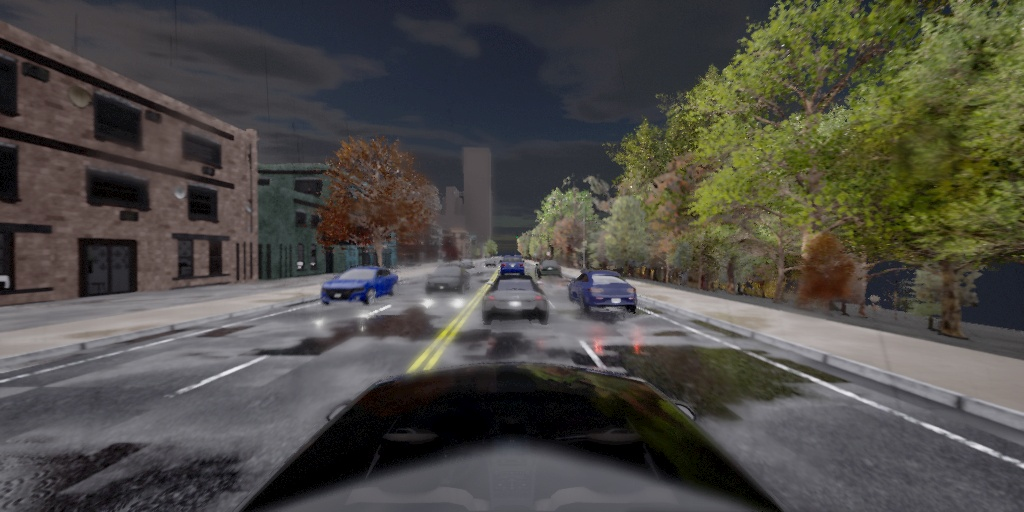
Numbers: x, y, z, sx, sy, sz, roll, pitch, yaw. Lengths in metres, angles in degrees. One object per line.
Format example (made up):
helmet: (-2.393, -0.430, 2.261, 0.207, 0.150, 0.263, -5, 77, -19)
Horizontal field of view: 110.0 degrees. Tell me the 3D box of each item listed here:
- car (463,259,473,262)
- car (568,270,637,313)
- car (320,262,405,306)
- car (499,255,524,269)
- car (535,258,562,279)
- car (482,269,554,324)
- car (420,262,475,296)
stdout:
car: (-7.013, 1.272, 56.859, 1.812, 1.442, 4.674, 0, 0, 0)
car: (3.365, 1.274, 13.865, 1.812, 1.442, 4.674, 0, 0, 0)
car: (-6.601, 1.225, 16.081, 1.882, 1.535, 5.008, 0, 0, 0)
car: (0.005, 0.967, 33.965, 2.150, 2.045, 5.566, 0, 0, -1)
car: (3.264, 1.097, 32.835, 2.097, 1.767, 4.553, 0, 0, -1)
car: (0.101, 1.312, 11.978, 1.994, 1.385, 4.181, 0, 0, 0)
car: (-3.354, 1.252, 19.451, 1.837, 1.490, 4.892, 0, 0, 0)
